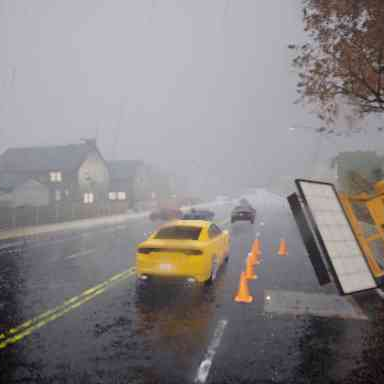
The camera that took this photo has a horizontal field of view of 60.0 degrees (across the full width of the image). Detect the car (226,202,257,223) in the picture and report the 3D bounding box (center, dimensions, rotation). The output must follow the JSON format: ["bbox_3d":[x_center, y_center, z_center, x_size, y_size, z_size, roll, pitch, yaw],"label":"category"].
[{"bbox_3d":[4.410,1.825,28.194,2.033,1.411,5.357,-1,-1,14],"label":"car"}]

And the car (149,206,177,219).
[{"bbox_3d":[-2.176,1.952,29.464,1.895,1.301,4.718,-1,-1,14],"label":"car"}]

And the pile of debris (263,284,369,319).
[{"bbox_3d":[2.447,2.224,6.912,1.860,0.140,1.500,-1,-1,14],"label":"pile of debris"}]

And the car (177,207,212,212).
[{"bbox_3d":[0.523,1.899,26.815,1.895,1.301,4.718,-1,-1,14],"label":"car"}]

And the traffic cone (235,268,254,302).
[{"bbox_3d":[1.117,2.030,7.226,0.340,0.580,0.340,-1,-1,14],"label":"traffic cone"}]

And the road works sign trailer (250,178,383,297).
[{"bbox_3d":[3.646,1.006,7.532,3.560,2.380,2.880,4,-30,-36],"label":"road works sign trailer"}]

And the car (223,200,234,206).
[{"bbox_3d":[7.674,2.235,69.388,1.895,1.301,4.718,-1,-1,14],"label":"car"}]

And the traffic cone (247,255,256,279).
[{"bbox_3d":[1.591,2.048,9.169,0.340,0.580,0.340,-1,-1,14],"label":"traffic cone"}]

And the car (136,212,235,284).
[{"bbox_3d":[-0.016,1.595,10.070,1.882,1.535,5.008,-1,-1,14],"label":"car"}]

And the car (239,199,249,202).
[{"bbox_3d":[10.469,2.104,67.143,1.837,1.490,4.892,-1,0,14],"label":"car"}]
